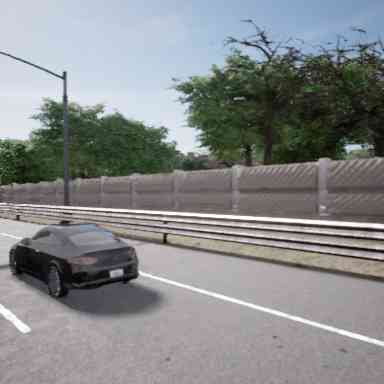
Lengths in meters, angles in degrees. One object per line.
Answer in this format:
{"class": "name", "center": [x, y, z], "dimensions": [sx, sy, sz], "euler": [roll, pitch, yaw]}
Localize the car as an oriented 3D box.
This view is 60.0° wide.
{"class": "car", "center": [-3.164, 1.546, 8.582], "dimensions": [1.812, 1.442, 4.674], "euler": [-1, 0, -44]}
